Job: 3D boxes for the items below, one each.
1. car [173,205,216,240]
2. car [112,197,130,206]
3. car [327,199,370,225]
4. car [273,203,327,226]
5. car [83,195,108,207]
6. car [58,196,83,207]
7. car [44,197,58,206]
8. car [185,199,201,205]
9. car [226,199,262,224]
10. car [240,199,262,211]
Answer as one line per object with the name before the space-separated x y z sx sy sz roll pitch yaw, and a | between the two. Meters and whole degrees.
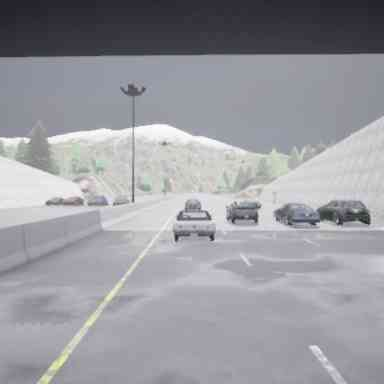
car | 0.104 1.562 16.739 1.895 1.301 4.718 0 0 0
car | -10.517 1.412 49.665 1.812 1.442 4.674 0 0 1
car | 10.606 1.297 23.641 2.097 1.767 4.553 0 0 0
car | 7.106 1.494 23.030 2.033 1.411 5.357 0 0 0
car | -14.020 1.238 49.438 2.097 1.767 4.553 0 0 1
car | -17.520 1.365 49.313 1.882 1.535 5.008 0 0 1
car | -20.993 1.430 51.848 2.033 1.411 5.357 0 0 0
car | 0.110 1.463 36.830 2.033 1.411 5.357 0 0 0
car | 3.606 1.433 24.344 2.128 1.511 4.902 0 0 0
car | 7.112 1.508 40.398 1.895 1.301 4.718 0 0 0
